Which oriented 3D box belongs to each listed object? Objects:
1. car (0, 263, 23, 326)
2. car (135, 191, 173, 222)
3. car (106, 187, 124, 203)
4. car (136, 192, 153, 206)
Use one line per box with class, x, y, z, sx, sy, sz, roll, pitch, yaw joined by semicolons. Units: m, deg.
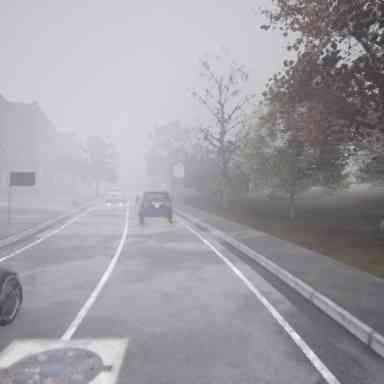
car;-3.876;1.544;4.135;1.994;1.385;4.181;0;1;-3
car;-2.630;0.911;23.157;2.150;2.045;5.566;1;1;-10
car;-10.789;0.378;46.892;2.150;2.045;5.566;1;1;-10
car;-6.039;0.791;41.477;1.882;1.535;5.008;1;1;-11
